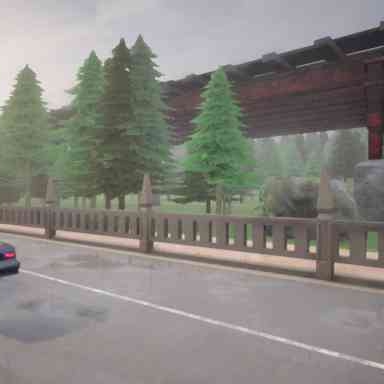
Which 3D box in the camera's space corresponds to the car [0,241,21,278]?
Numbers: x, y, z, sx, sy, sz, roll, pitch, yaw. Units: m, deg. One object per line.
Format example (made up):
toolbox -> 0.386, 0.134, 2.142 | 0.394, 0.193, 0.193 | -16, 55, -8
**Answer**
car -> -6.648, 1.547, 8.753 | 5.357, 1.411, 2.033 | 0, 0, 35
